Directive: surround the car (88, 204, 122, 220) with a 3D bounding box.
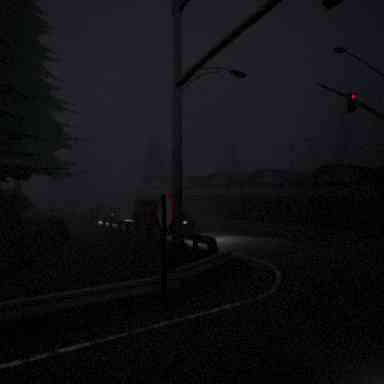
[{"bbox_3d":[-7.909,1.755,30.067,1.994,1.385,4.181,0,0,-35],"label":"car"}]

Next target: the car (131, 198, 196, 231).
[{"bbox_3d":[-1.995,1.413,21.567,2.150,2.045,5.566,0,0,-35],"label":"car"}]

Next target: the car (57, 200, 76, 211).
[{"bbox_3d":[-16.212,1.731,43.387,2.033,1.411,5.357,0,0,-14],"label":"car"}]
